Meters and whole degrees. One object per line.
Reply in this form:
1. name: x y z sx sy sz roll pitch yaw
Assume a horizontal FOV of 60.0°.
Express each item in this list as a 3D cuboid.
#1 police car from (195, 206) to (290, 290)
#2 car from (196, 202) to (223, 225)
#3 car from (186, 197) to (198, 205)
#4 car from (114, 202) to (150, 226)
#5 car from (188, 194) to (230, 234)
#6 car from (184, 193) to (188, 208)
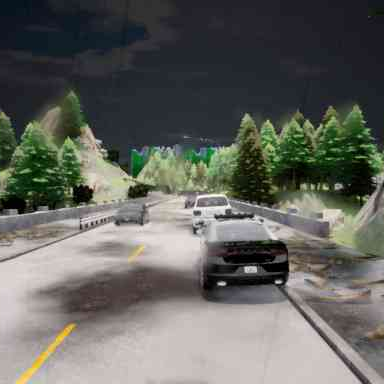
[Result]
1. police car: 1.174 1.401 9.267 1.930 1.638 5.238 -2 -1 0
2. car: 1.224 1.526 25.149 1.812 1.442 4.674 0 0 0
3. car: 0.056 1.547 58.401 2.033 1.411 5.357 0 0 0
4. car: -4.079 1.504 23.272 1.837 1.490 4.892 0 0 0
5. car: 1.088 1.173 19.167 2.150 2.045 5.566 -3 0 1
6. car: 0.077 1.352 47.002 2.097 1.767 4.553 0 0 1
